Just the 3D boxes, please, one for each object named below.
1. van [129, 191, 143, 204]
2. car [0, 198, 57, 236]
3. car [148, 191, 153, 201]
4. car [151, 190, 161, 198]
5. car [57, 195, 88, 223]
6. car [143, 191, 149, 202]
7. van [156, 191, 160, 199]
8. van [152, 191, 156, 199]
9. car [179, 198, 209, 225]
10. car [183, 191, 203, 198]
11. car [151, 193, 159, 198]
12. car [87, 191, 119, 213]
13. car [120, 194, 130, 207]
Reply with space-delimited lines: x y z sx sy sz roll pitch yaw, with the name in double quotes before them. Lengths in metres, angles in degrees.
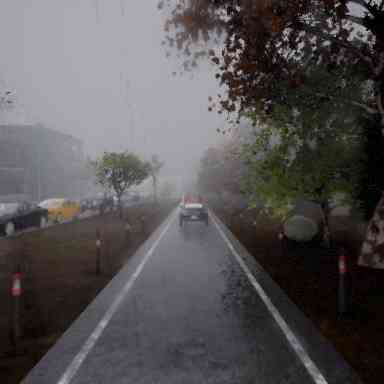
"van" -9.006 0.838 49.690 1.878 1.987 4.442 0 0 2
"car" -9.005 1.214 16.543 2.097 1.535 5.008 0 0 2
"car" -8.998 1.024 60.887 2.163 1.488 4.792 0 -1 -2
"car" -10.267 0.584 94.124 2.435 2.045 5.566 1 -1 -9
"car" -9.004 1.172 22.091 2.097 1.535 5.008 0 0 2
"car" -9.000 1.018 55.376 2.231 1.521 4.892 0 -1 -2
"van" -9.152 0.695 77.349 1.878 1.987 4.442 0 -1 -2
"van" -9.000 0.740 67.398 1.878 1.987 4.442 0 -1 -2
"car" 0.130 1.334 22.221 1.812 1.442 4.674 0 0 0
"car" 0.154 0.893 40.493 2.150 2.045 5.566 0 1 0
"car" -9.750 0.906 88.588 2.002 1.452 4.674 0 -1 -5
"car" -9.002 0.903 31.974 2.435 2.045 5.566 0 0 1
"car" -9.002 1.150 38.720 2.002 1.452 4.674 0 0 0
